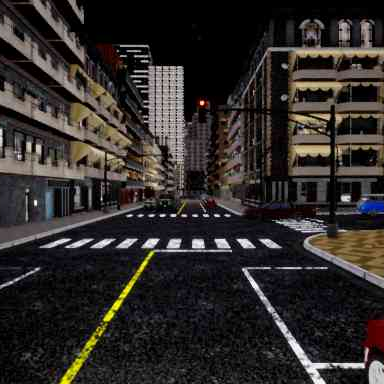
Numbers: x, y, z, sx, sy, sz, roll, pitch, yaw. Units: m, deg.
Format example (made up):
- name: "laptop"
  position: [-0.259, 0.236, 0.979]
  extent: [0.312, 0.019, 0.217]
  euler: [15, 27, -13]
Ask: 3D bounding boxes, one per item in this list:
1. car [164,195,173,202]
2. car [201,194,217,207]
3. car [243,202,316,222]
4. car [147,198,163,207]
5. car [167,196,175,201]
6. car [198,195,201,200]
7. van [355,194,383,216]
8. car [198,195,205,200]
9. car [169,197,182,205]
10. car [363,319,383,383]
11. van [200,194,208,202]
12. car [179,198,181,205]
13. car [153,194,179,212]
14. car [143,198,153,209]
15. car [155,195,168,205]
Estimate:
- name: "car"
  position: [-5.598, 1.562, 78.290]
  extent: [1.752, 1.417, 4.829]
  euler: [-1, 0, 0]
- name: "car"
  position: [2.746, 1.454, 50.805]
  extent: [1.967, 1.590, 4.097]
  euler: [-1, 0, 0]
- name: "car"
  position: [6.599, 1.446, 25.459]
  extent: [5.357, 1.411, 2.033]
  euler: [-2, 0, 11]
- name: "car"
  position: [-5.633, 1.579, 50.820]
  extent: [1.947, 1.339, 4.313]
  euler: [0, 0, 0]
- name: "car"
  position: [-5.583, 1.632, 89.516]
  extent: [1.802, 1.307, 4.206]
  euler: [-1, 0, 0]
- name: "car"
  position: [2.769, 1.577, 67.388]
  extent: [2.008, 1.369, 4.403]
  euler: [-1, 0, 0]
- name: "van"
  position: [15.675, 1.035, 27.360]
  extent: [3.998, 1.788, 1.690]
  euler: [-1, 1, -1]
- name: "car"
  position: [2.804, 1.601, 95.028]
  extent: [1.887, 1.381, 4.507]
  euler: [-1, 0, 0]
- name: "car"
  position: [-2.988, 1.568, 60.848]
  extent: [2.033, 1.411, 5.357]
  euler: [0, 0, 1]
- name: "car"
  position: [2.684, 1.544, 1.805]
  extent: [1.887, 1.381, 4.507]
  euler: [0, 0, 0]
- name: "van"
  position: [2.781, 1.378, 78.444]
  extent: [1.690, 1.788, 3.998]
  euler: [-1, 0, 0]
- name: "car"
  position: [-3.026, 1.539, 50.365]
  extent: [1.812, 1.442, 4.674]
  euler: [0, 0, 0]
- name: "car"
  position: [-3.049, 1.228, 40.077]
  extent: [2.150, 2.045, 5.566]
  euler: [0, 0, 0]
- name: "car"
  position: [-5.640, 1.560, 45.293]
  extent: [2.008, 1.369, 4.403]
  euler: [0, 0, 0]
- name: "car"
  position: [-5.620, 1.462, 61.876]
  extent: [1.967, 1.590, 4.097]
  euler: [-1, 0, 0]
